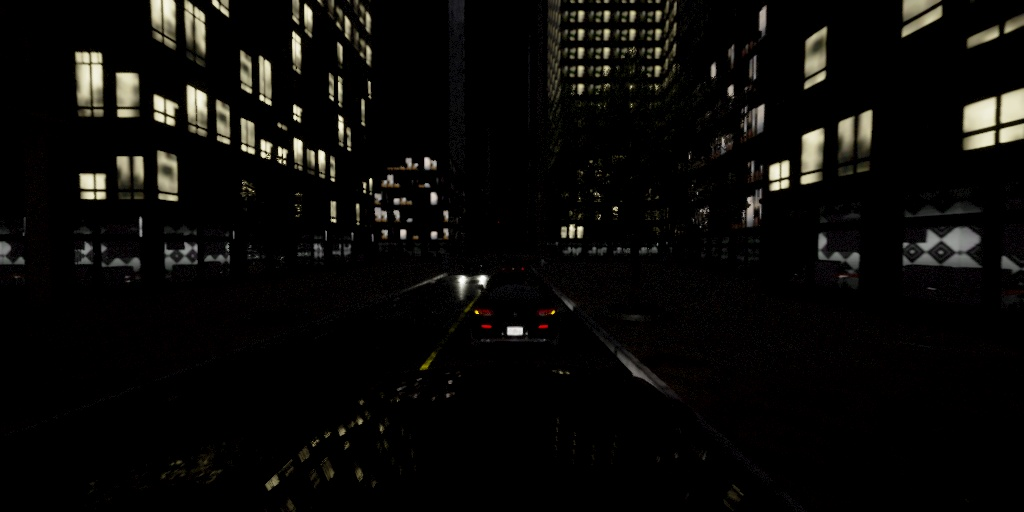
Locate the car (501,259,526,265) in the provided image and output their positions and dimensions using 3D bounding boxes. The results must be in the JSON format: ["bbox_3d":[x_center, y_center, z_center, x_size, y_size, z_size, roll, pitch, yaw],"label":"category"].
[{"bbox_3d":[0.081,0.848,26.237,1.895,1.301,4.718,0,1,0],"label":"car"}]

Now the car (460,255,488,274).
[{"bbox_3d":[-3.089,0.653,29.808,1.882,1.535,5.008,0,1,0],"label":"car"}]

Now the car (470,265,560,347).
[{"bbox_3d":[0.068,1.130,8.739,1.812,1.442,4.674,0,1,0],"label":"car"}]
